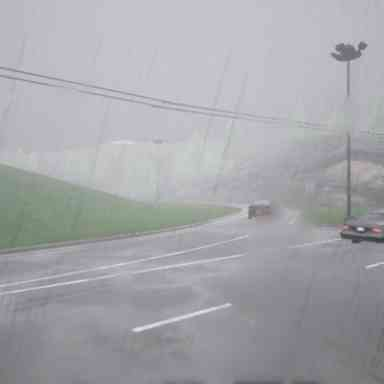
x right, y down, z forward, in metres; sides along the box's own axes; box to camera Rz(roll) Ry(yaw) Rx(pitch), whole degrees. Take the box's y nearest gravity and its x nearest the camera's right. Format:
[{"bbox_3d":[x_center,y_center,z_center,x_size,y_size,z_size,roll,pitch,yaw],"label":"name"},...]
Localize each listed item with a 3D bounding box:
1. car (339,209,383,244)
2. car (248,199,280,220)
[{"bbox_3d":[8.415,1.440,14.036,5.357,1.411,2.033,-1,0,-35],"label":"car"},{"bbox_3d":[5.856,1.331,26.648,1.882,1.535,5.008,0,0,22],"label":"car"}]
